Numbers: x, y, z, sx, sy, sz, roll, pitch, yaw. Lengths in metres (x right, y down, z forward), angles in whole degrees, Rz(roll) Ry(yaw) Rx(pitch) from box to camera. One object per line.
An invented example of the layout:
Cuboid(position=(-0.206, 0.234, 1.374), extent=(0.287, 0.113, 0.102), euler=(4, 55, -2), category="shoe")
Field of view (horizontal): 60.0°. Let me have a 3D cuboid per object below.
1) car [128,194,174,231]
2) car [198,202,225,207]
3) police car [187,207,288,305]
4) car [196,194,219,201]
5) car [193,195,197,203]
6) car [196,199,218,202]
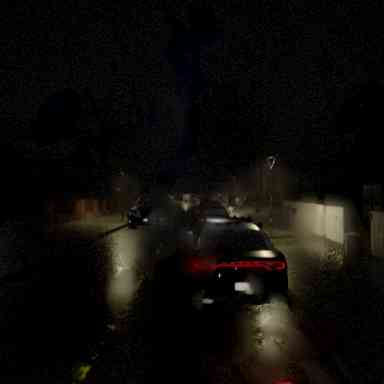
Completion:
Cuboid(position=(-2.385, 1.156, 20.685), extent=(2.150, 2.045, 5.566), euler=(0, 0, 2), category="car")
Cuboid(position=(1.166, 1.467, 18.089), extent=(1.812, 1.442, 4.674), euler=(0, 0, 2), category="car")
Cuboid(position=(0.896, 1.397, 8.246), extent=(1.930, 1.638, 5.238), euler=(0, 0, 1), category="police car")
Cuboid(position=(2.189, 1.357, 45.905), extent=(2.128, 1.511, 4.902), euler=(0, 0, 6), category="car")
Cuboid(position=(1.317, 1.317, 63.498), extent=(2.128, 1.511, 4.902), euler=(0, 0, 8), category="car")
Cuboid(position=(1.424, 1.449, 24.057), extent=(1.812, 1.442, 4.674), euler=(0, 0, 3), category="car")
